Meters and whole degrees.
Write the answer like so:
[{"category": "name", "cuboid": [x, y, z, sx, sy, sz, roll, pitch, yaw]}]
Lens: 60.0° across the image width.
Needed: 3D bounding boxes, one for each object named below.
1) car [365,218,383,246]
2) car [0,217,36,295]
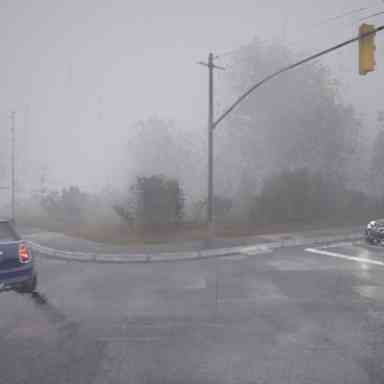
[{"category": "car", "cuboid": [9.135, 1.282, 13.370, 4.553, 1.767, 2.097, -1, 1, -27]}, {"category": "car", "cuboid": [-5.374, 1.331, 7.927, 2.097, 1.767, 4.553, 0, 0, -40]}]
